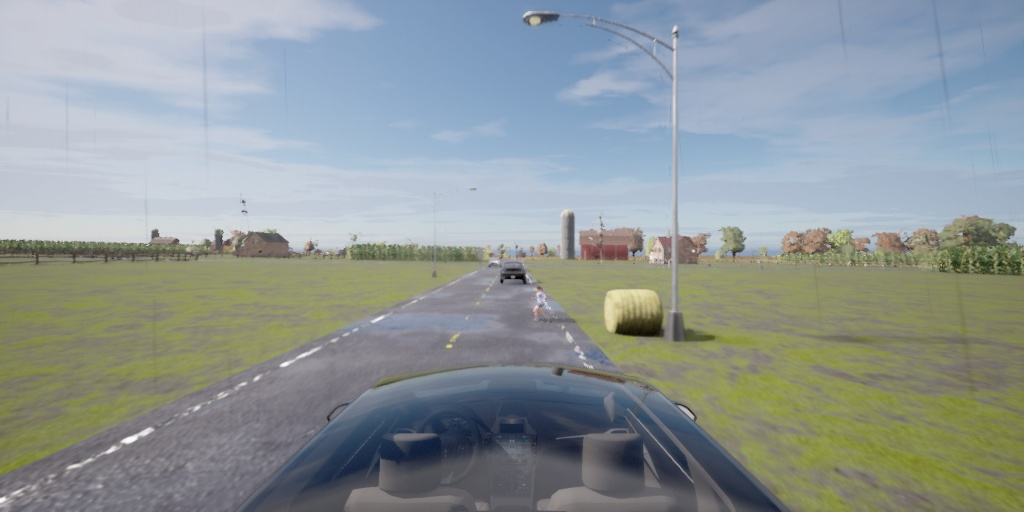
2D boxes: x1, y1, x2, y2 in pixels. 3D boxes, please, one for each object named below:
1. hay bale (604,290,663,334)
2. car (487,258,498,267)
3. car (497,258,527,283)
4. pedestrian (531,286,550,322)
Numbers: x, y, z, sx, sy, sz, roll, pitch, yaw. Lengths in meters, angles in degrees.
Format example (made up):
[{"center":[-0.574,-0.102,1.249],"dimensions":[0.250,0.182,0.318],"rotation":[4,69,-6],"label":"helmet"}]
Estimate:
[{"center":[3.124,1.368,9.368],"dimensions":[1.220,1.180,1.240],"rotation":[0,0,0],"label":"hay bale"},{"center":[-2.770,1.048,57.242],"dimensions":[1.812,1.442,4.674],"rotation":[0,0,0],"label":"car"},{"center":[0.078,1.143,26.741],"dimensions":[1.837,1.490,4.892],"rotation":[0,1,0],"label":"car"},{"center":[0.853,1.380,10.550],"dimensions":[0.500,1.100,0.500],"rotation":[-1,1,2],"label":"pedestrian"}]
